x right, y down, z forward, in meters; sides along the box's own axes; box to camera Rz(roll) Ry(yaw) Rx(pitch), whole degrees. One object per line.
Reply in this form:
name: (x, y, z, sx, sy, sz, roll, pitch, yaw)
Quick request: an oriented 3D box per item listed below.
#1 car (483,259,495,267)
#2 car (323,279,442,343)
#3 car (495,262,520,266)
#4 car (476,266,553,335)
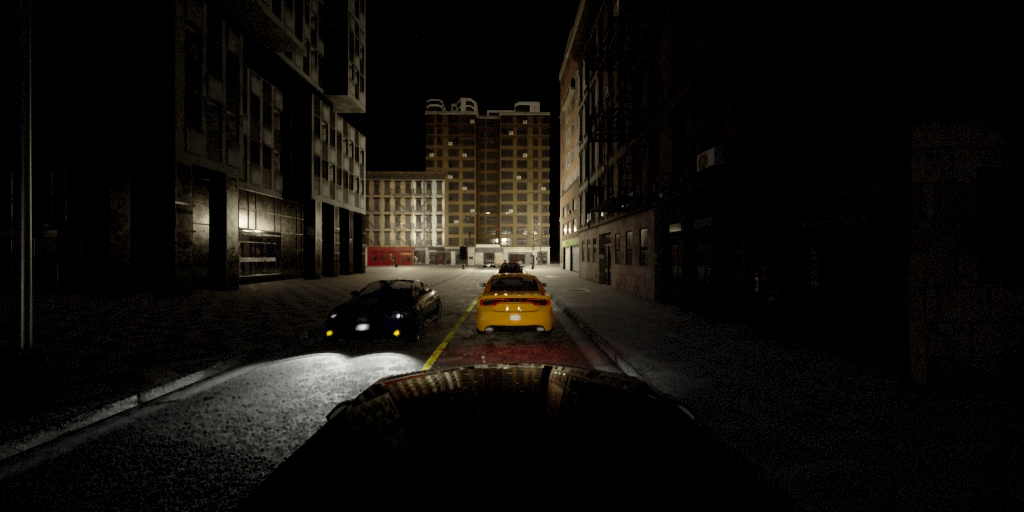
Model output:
car: (-3.396, 1.219, 54.690, 2.128, 1.511, 4.902, 0, 0, 0)
car: (-3.154, 1.313, 9.539, 1.994, 1.385, 4.181, 0, 0, 0)
car: (-0.096, 1.213, 28.361, 1.882, 1.535, 5.008, 0, 0, 0)
car: (0.041, 1.226, 10.524, 1.882, 1.535, 5.008, 0, 0, -1)
